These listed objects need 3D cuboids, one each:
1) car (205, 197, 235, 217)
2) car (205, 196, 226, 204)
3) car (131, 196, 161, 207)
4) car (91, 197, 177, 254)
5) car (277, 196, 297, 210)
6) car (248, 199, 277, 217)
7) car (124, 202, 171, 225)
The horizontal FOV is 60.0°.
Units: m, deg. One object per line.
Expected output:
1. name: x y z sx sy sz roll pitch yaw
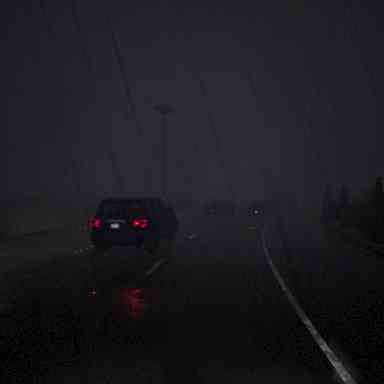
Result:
1. car: 2.701 1.476 31.445 1.882 1.535 5.008 0 0 20
2. car: 4.521 1.562 63.189 1.994 1.385 4.181 0 0 38
3. car: -7.099 1.476 51.994 1.882 1.535 5.008 0 0 30
4. car: -2.129 1.221 13.734 2.150 2.045 5.566 0 0 9
5. car: 12.081 1.350 42.869 2.097 1.767 4.553 0 0 29
6. car: 6.575 1.504 31.644 1.837 1.490 4.892 0 0 22
7. car: -3.196 1.525 24.834 1.812 1.442 4.674 0 0 15
